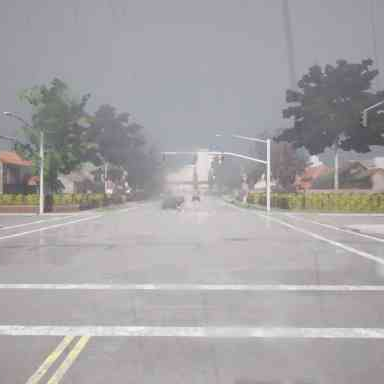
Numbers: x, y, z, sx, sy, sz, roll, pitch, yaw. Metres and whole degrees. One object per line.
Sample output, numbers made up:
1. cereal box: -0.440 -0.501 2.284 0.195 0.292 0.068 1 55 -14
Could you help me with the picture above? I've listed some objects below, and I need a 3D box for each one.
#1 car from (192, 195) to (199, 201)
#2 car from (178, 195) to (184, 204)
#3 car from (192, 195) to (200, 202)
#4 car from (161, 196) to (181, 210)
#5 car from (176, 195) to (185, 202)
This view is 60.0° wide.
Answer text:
1. car: 1.051 1.514 89.523 1.812 1.442 4.674 0 0 0
2. car: -2.774 1.505 53.271 1.837 1.490 4.892 0 0 1
3. car: 0.981 1.500 79.125 1.837 1.490 4.892 0 0 0
4. car: -2.853 1.547 43.208 2.033 1.411 5.357 0 0 1
5. car: -2.555 1.478 73.944 1.882 1.535 5.008 0 0 0
